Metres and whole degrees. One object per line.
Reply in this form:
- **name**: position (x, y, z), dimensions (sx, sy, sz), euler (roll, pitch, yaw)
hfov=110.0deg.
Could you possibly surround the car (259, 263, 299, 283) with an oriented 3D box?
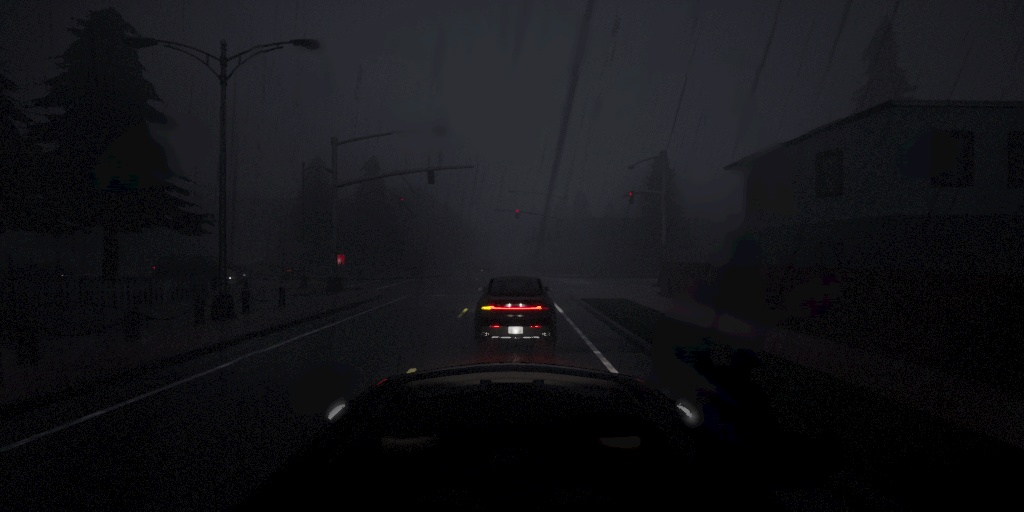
- **car**: position (-19.185, 1.269, 27.689), dimensions (4.892, 1.490, 1.837), euler (0, 0, -1)

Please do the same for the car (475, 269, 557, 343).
- **car**: position (0.093, 1.255, 9.698), dimensions (1.837, 1.490, 4.892), euler (0, 0, 0)

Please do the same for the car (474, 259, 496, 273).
- **car**: position (-3.503, 1.297, 44.414), dimensions (2.033, 1.411, 5.357), euler (0, 0, 0)

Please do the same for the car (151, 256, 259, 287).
- **car**: position (-20.664, 0.987, 24.009), dimensions (5.566, 2.045, 2.150), euler (0, 0, -1)

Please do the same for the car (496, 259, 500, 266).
- **car**: position (-3.470, 1.238, 55.245), dimensions (2.128, 1.511, 4.902), euler (0, 0, 0)

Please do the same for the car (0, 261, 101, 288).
- **car**: position (-31.102, 1.257, 23.733), dimensions (4.902, 1.511, 2.128), euler (0, 0, -1)
